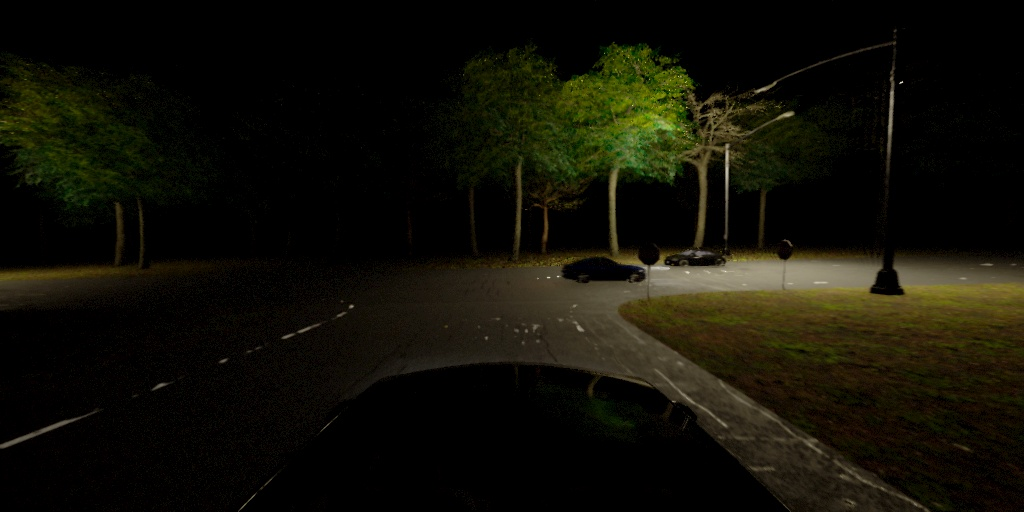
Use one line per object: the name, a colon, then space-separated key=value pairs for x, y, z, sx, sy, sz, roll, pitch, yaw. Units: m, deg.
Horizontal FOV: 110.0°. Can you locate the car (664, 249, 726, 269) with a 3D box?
car: x=13.879 y=0.197 z=27.319 sx=4.181 sy=1.385 sz=1.994 roll=-2 pitch=4 yaw=0

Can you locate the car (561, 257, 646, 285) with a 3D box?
car: x=5.152 y=0.802 z=20.313 sx=4.674 sy=1.442 sz=1.812 roll=-1 pitch=4 yaw=0
